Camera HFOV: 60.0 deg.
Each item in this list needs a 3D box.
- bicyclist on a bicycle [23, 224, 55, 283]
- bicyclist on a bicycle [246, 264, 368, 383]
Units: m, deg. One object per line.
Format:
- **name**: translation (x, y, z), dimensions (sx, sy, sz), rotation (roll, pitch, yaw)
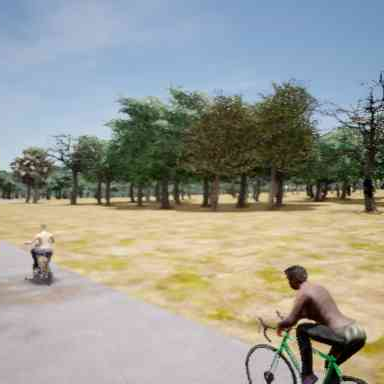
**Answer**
- **bicyclist on a bicycle**: translation (-4.294, 1.702, 9.490), dimensions (0.866, 1.612, 1.509), rotation (2, -2, -41)
- **bicyclist on a bicycle**: translation (1.199, 1.591, 3.379), dimensions (0.582, 1.620, 1.656), rotation (2, -3, -43)
